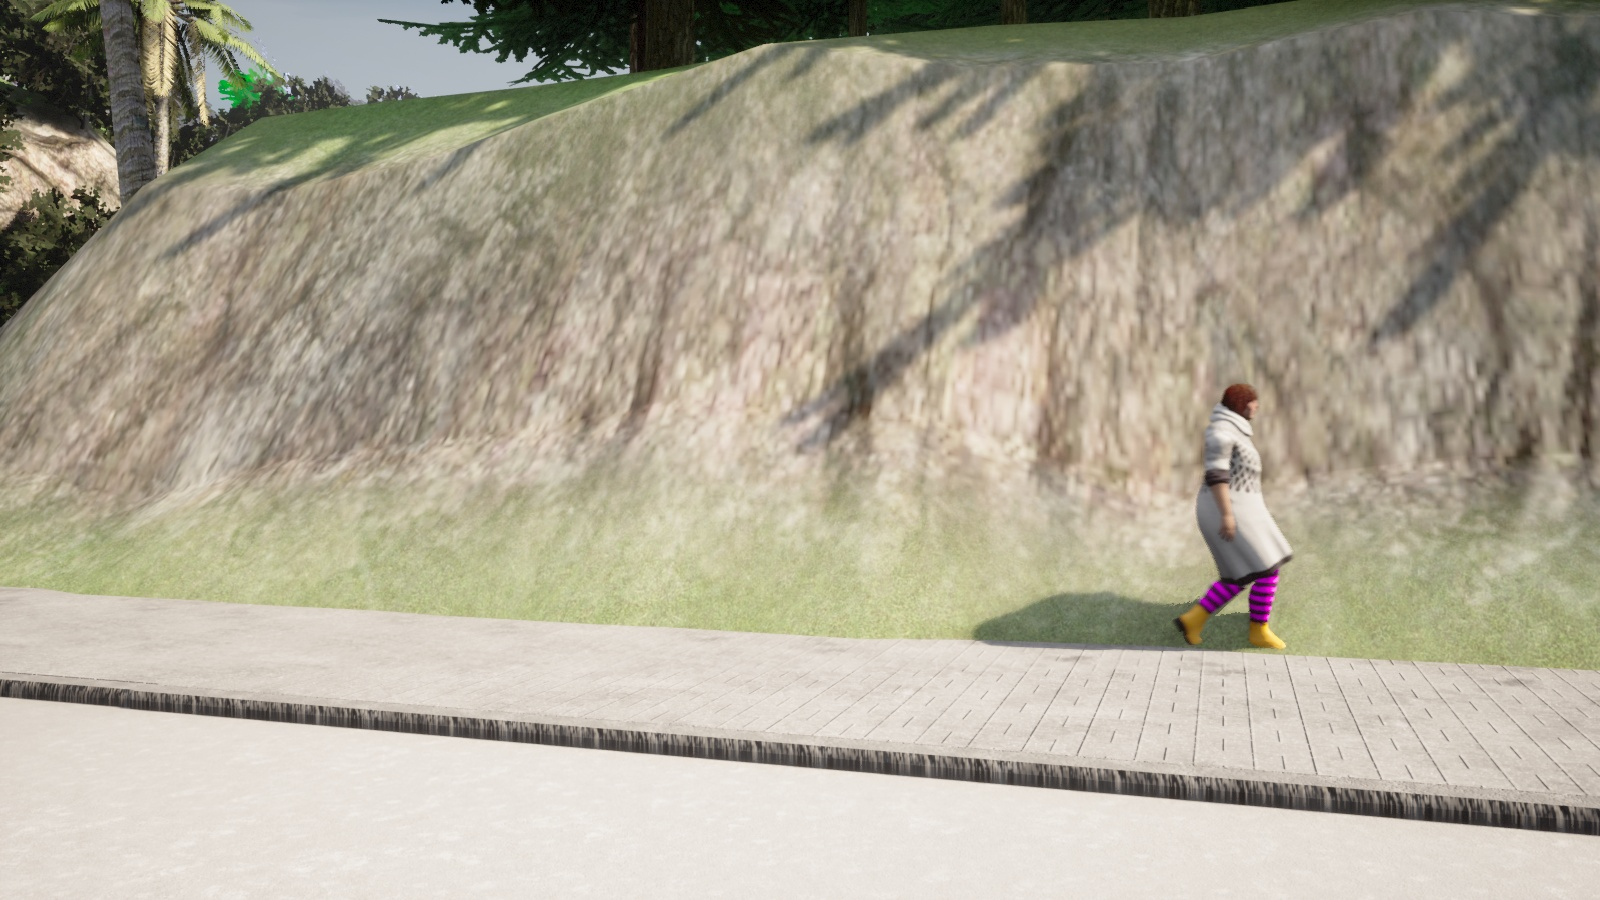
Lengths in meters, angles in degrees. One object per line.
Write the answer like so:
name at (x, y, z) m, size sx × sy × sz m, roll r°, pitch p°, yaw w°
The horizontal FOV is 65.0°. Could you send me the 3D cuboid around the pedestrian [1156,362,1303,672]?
pedestrian at (2.837, 0.414, 8.326) m, size 0.873 × 1.952 × 0.659 m, roll 1°, pitch 1°, yaw 19°
